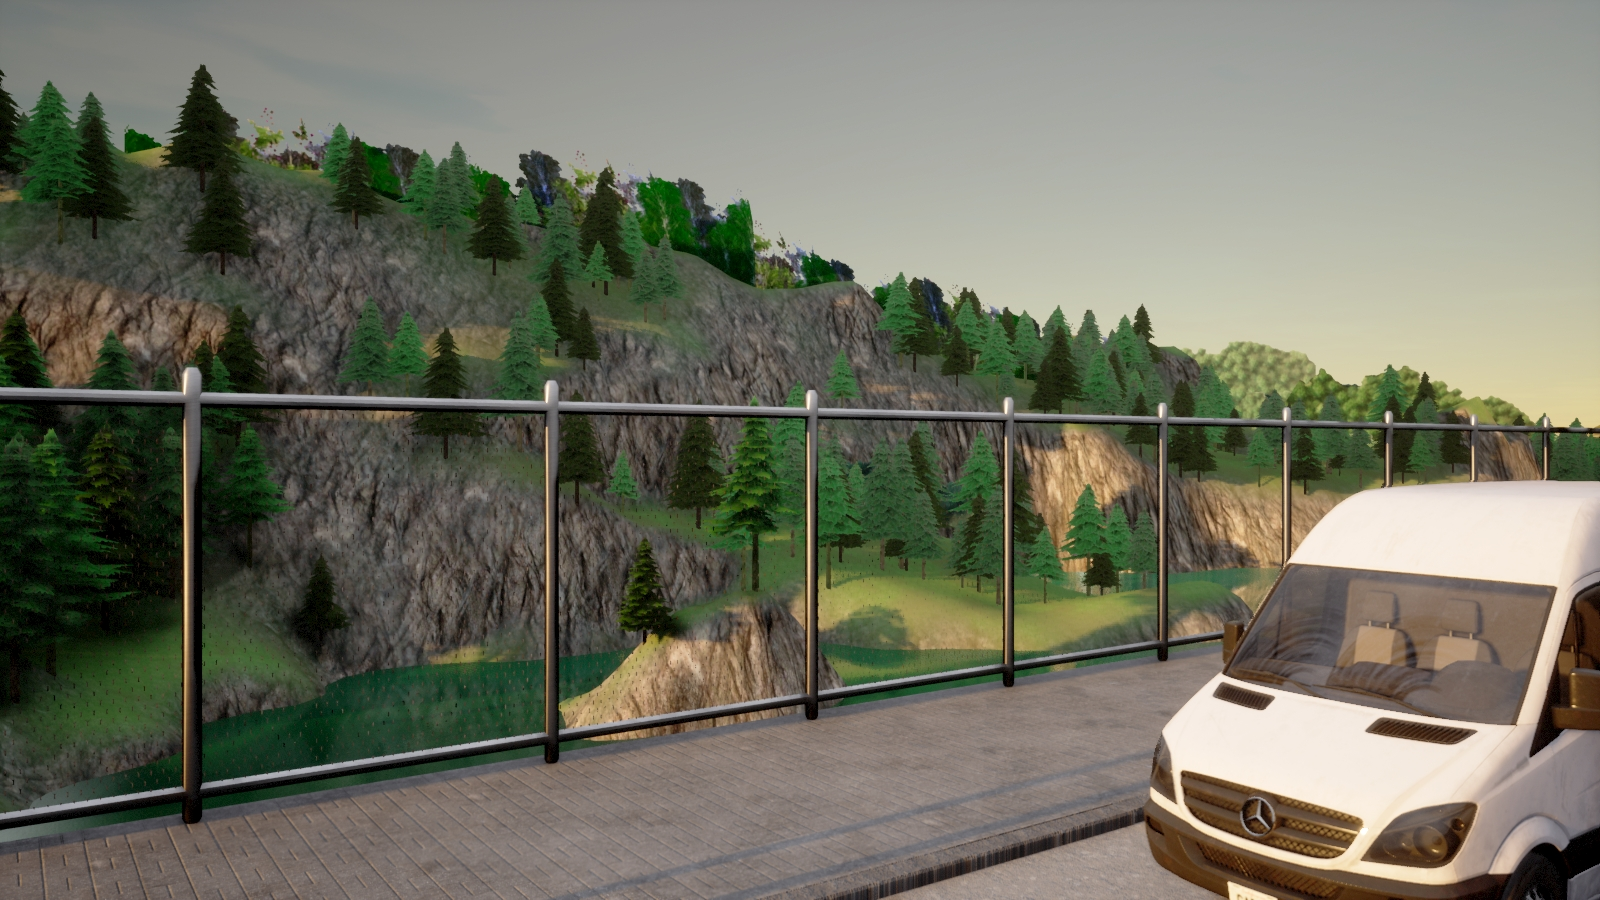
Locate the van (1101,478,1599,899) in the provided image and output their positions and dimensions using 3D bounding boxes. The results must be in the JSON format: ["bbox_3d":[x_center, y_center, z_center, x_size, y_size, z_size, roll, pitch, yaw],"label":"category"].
[{"bbox_3d":[4.806,1.531,7.751,5.915,2.561,1.988,0,0,-35],"label":"van"}]
